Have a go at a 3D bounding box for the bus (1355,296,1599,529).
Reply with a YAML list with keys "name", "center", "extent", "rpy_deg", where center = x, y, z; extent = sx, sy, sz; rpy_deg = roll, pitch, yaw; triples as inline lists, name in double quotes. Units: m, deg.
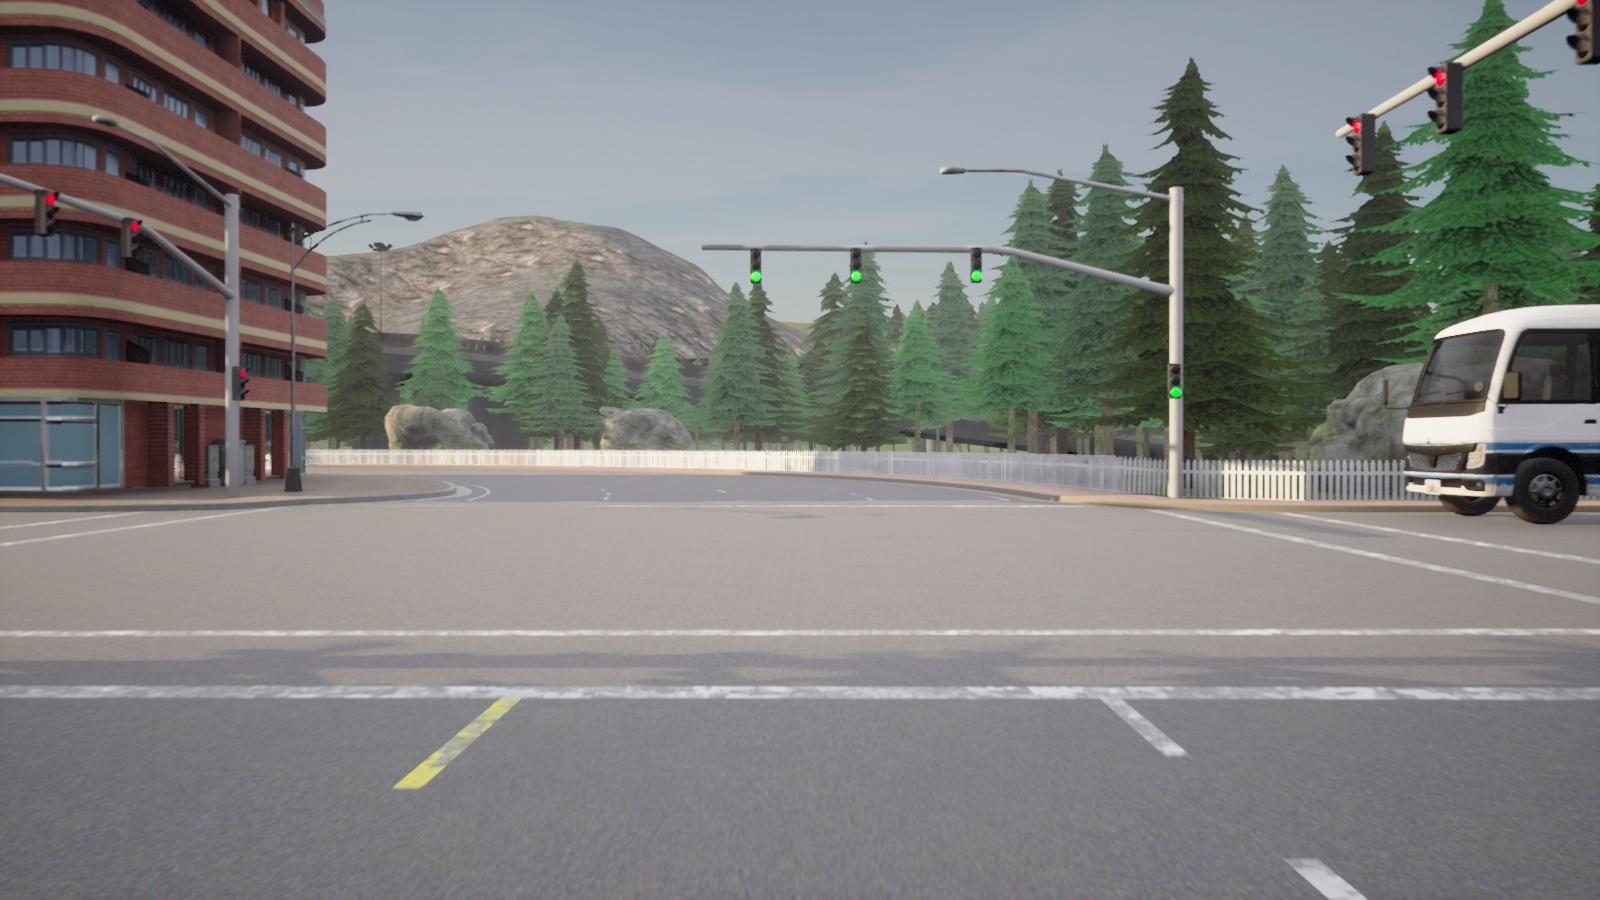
- name: "bus"
  center: [17.017, -0.701, 24.869]
  extent: [10.273, 4.253, 3.944]
  rpy_deg: [0, 0, 1]
